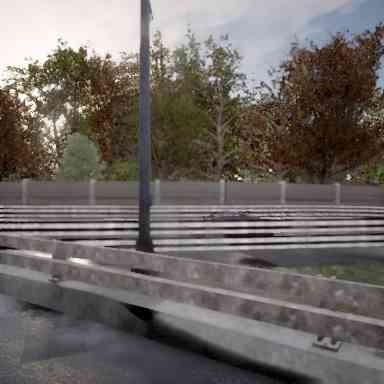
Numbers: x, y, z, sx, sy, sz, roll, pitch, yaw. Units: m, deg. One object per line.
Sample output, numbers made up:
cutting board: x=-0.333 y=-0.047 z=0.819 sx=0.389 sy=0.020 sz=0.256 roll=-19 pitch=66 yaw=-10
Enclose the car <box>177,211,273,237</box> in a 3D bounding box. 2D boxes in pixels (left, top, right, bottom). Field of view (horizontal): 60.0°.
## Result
car: x=1.438 y=1.555 z=14.932 sx=4.181 sy=1.385 sz=1.994 roll=0 pitch=0 yaw=-8
